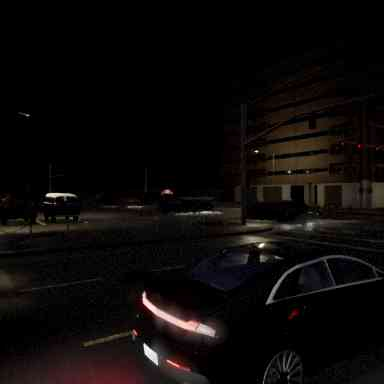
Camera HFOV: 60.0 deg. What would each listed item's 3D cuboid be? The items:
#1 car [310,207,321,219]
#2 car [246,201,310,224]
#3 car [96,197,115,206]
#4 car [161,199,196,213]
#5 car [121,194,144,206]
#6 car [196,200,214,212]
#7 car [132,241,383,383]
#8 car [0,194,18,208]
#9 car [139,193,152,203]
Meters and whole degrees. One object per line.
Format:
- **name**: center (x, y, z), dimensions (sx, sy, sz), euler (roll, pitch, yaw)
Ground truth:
- **car**: center (8.709, 1.560, 28.653), dimensions (1.837, 1.490, 4.892), euler (0, 0, -34)
- **car**: center (6.309, 1.531, 25.950), dimensions (1.882, 1.535, 5.008), euler (0, 0, -34)
- **car**: center (-15.000, 1.603, 57.312), dimensions (2.033, 1.411, 5.357), euler (0, 0, -34)
- **car**: center (-1.866, 1.581, 37.944), dimensions (1.812, 1.442, 4.674), euler (0, 0, -34)
- **car**: center (-10.561, 1.533, 56.976), dimensions (1.882, 1.535, 5.008), euler (0, 0, -34)
- **car**: center (0.804, 1.619, 40.237), dimensions (1.994, 1.385, 4.181), euler (0, 0, -34)
- **car**: center (1.573, 1.492, 4.865), dimensions (4.902, 1.511, 2.128), euler (0, 0, -34)
- **car**: center (-31.448, 1.209, 56.535), dimensions (1.932, 1.855, 4.605), euler (0, 0, -34)
- **car**: center (-10.459, 1.277, 69.482), dimensions (2.150, 2.045, 5.566), euler (0, 0, -34)
